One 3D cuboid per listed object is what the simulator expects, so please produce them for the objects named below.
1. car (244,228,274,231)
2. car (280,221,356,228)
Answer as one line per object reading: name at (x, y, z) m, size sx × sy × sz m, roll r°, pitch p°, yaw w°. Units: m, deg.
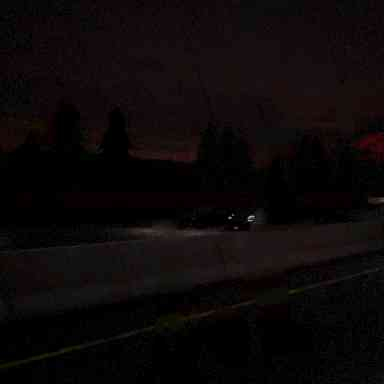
car at (4.300, 1.467, 19.965) m, size 4.553 × 1.767 × 2.097 m, roll 1°, pitch 0°, yaw -36°
car at (6.898, 1.684, 17.521) m, size 4.181 × 1.385 × 1.994 m, roll 1°, pitch 0°, yaw -36°
